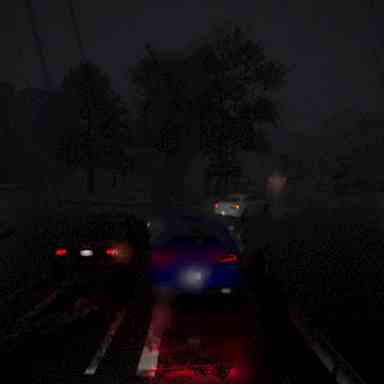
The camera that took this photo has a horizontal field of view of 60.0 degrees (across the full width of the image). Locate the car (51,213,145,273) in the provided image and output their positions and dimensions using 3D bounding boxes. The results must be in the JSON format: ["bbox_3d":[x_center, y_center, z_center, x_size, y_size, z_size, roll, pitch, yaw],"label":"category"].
[{"bbox_3d":[-2.400,1.369,10.205,2.033,1.411,5.357,0,2,1],"label":"car"}]

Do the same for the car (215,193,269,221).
[{"bbox_3d":[3.101,0.798,20.573,1.812,1.442,4.674,4,6,36],"label":"car"}]

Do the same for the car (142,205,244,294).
[{"bbox_3d":[0.106,1.350,8.616,1.882,1.535,5.008,0,2,1],"label":"car"}]
